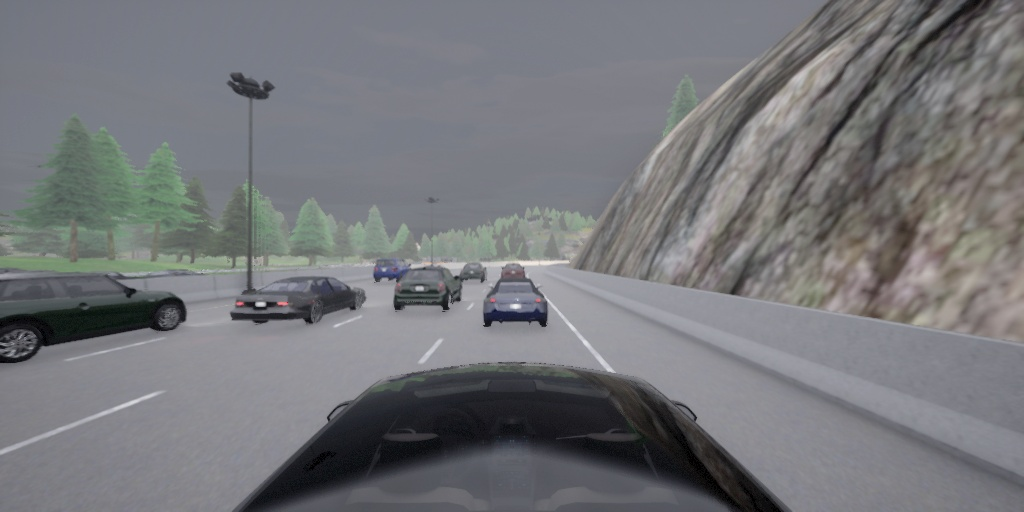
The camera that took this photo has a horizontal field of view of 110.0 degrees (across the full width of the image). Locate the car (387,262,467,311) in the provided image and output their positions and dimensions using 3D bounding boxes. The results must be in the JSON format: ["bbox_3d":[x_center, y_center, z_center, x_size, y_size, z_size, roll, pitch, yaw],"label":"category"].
[{"bbox_3d":[-3.396,1.233,15.310,2.097,1.767,4.553,0,-1,0],"label":"car"}]

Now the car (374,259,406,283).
[{"bbox_3d":[-10.393,1.262,31.792,2.150,2.045,5.566,0,-1,0],"label":"car"}]

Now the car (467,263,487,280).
[{"bbox_3d":[-3.392,1.398,32.404,2.097,1.767,4.553,0,-1,0],"label":"car"}]

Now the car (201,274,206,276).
[{"bbox_3d":[-21.090,1.511,22.095,1.994,1.385,4.181,0,-1,0],"label":"car"}]

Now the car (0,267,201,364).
[{"bbox_3d":[-10.397,1.167,8.420,2.097,1.767,4.553,0,-1,0],"label":"car"}]

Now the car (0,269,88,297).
[{"bbox_3d":[-28.090,1.498,20.794,1.994,1.385,4.181,0,-1,0],"label":"car"}]

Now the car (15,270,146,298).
[{"bbox_3d":[-24.593,1.535,20.807,1.895,1.301,4.718,0,-1,0],"label":"car"}]

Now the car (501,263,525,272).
[{"bbox_3d":[0.109,1.398,32.402,2.097,1.767,4.553,0,-1,0],"label":"car"}]

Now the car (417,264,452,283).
[{"bbox_3d":[-6.892,1.540,32.580,2.128,1.511,4.902,0,-1,0],"label":"car"}]

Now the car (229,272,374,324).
[{"bbox_3d":[-6.897,1.400,12.347,2.033,1.411,5.357,0,-1,0],"label":"car"}]

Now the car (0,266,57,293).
[{"bbox_3d":[-31.589,1.420,21.648,1.882,1.535,5.008,0,-1,0],"label":"car"}]

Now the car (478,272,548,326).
[{"bbox_3d":[0.103,1.415,12.160,1.994,1.385,4.181,0,-1,0],"label":"car"}]
